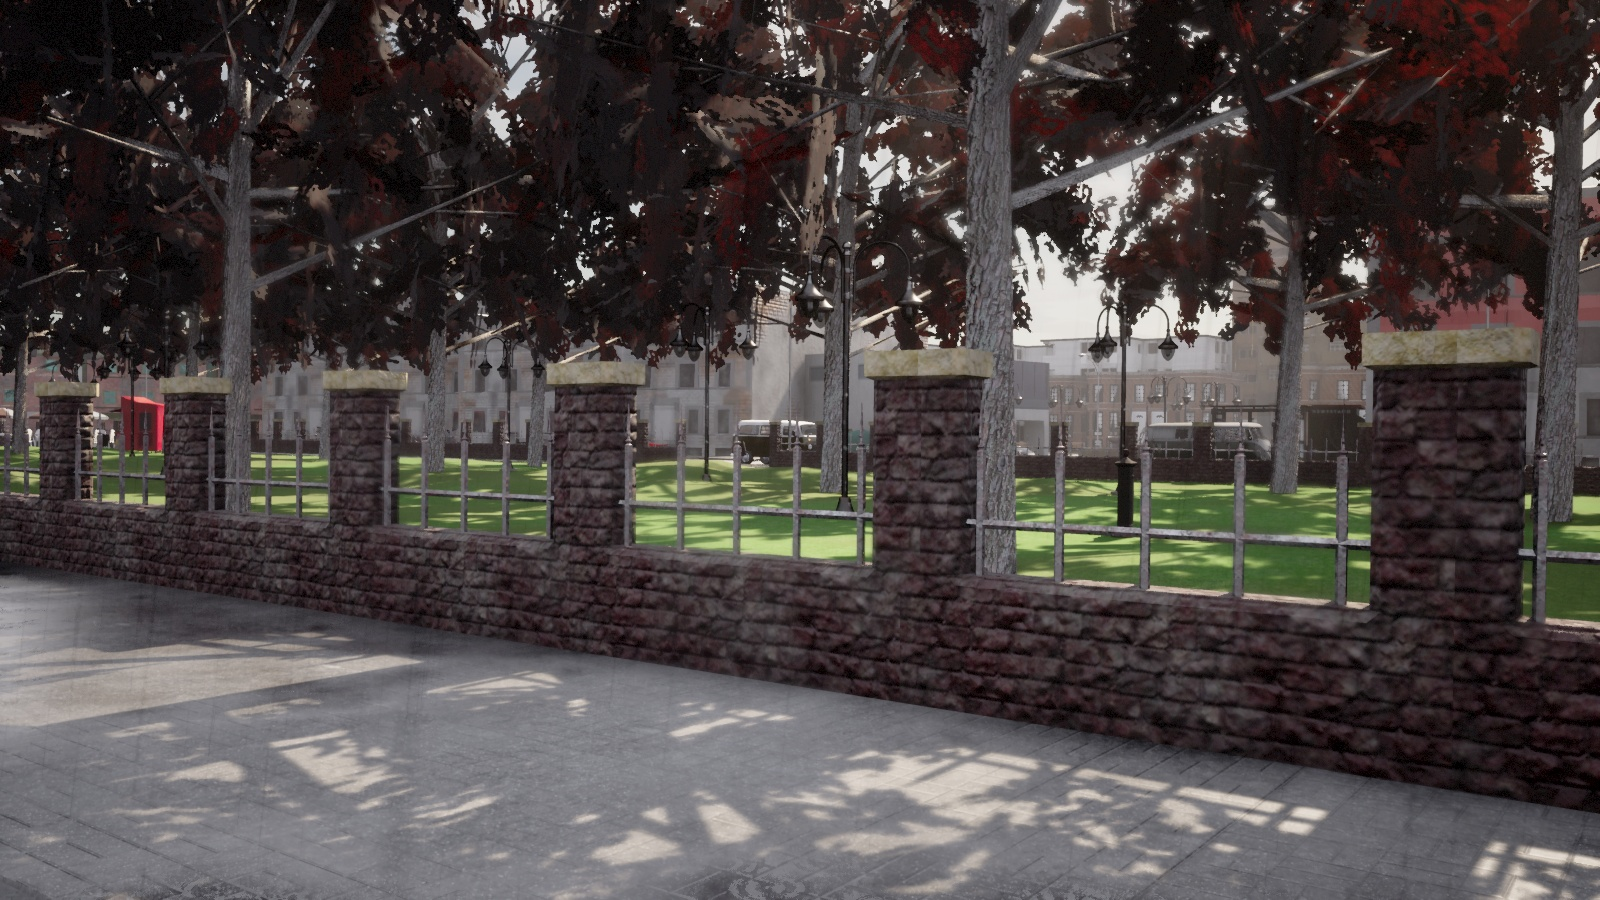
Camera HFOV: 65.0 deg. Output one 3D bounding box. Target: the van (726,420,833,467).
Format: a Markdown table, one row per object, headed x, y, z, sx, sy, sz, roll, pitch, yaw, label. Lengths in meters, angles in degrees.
| x | y | z | sx | sy | sz | roll | pitch | yaw | label |
| --- | --- | --- | --- | --- | --- | --- | --- | --- | --- |
| -0.940 | -0.305 | 56.265 | 4.480 | 2.038 | 2.069 | 0 | 1 | 36 | van |

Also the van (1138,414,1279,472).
| x | y | z | sx | sy | sz | roll | pitch | yaw | label |
| --- | --- | --- | --- | --- | --- | --- | --- | --- | --- |
| 14.553 | -0.260 | 44.835 | 4.442 | 1.987 | 1.775 | 0 | 1 | 36 | van |
